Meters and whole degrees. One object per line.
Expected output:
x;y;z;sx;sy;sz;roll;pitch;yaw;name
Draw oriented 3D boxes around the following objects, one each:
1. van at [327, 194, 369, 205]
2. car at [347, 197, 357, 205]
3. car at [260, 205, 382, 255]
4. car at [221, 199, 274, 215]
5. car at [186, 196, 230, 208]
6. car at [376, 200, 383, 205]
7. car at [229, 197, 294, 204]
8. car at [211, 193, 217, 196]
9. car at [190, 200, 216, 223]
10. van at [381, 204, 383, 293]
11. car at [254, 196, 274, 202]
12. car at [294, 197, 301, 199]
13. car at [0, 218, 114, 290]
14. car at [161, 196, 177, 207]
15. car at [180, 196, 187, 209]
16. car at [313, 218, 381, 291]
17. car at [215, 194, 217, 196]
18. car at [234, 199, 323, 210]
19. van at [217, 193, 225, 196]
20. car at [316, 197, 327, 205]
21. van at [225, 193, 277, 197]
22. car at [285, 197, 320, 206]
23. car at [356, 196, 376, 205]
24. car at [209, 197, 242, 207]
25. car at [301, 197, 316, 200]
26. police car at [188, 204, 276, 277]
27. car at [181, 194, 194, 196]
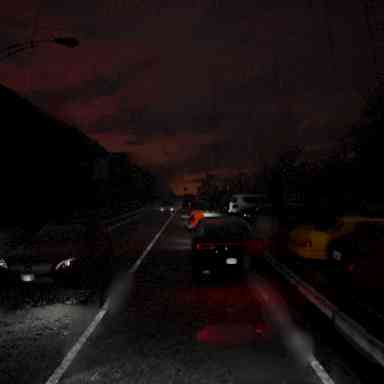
18.522;1.225;38.535;4.442;1.987;1.878;0;0;0;van
18.447;1.487;32.962;4.674;1.452;2.002;0;0;0;car
5.532;1.441;13.147;5.008;1.535;2.097;0;0;0;car
5.365;1.446;32.770;4.892;1.521;2.231;0;0;0;car
0.836;1.321;20.226;2.097;1.767;4.553;0;0;0;car
18.490;1.443;27.390;5.008;1.535;2.097;0;0;0;car
5.412;1.441;27.164;5.008;1.535;2.097;0;0;0;car
5.334;1.203;41.179;5.566;2.045;2.435;0;0;0;car
0.793;1.478;26.265;1.837;1.490;4.892;0;0;0;car
5.492;1.235;4.740;4.442;1.987;1.878;0;0;0;van
18.105;1.852;83.720;4.674;1.452;2.002;0;-1;0;car
18.332;1.485;49.669;5.008;1.535;2.097;0;0;0;car
-3.409;1.505;9.198;1.812;1.442;4.674;0;0;0;car
-3.694;1.614;50.617;1.895;1.301;4.718;0;0;0;car
-0.295;1.558;46.027;1.994;1.385;4.181;0;0;0;car
5.614;1.484;7.545;4.792;1.488;2.163;0;0;0;car
5.295;1.323;38.378;4.553;1.767;2.185;0;0;0;car
5.461;1.438;21.553;4.892;1.521;2.231;0;0;0;car
5.232;1.221;35.573;4.442;1.987;1.878;0;0;0;van
18.354;1.330;41.314;4.553;1.767;2.185;0;0;0;car
5.510;1.217;29.968;4.442;1.987;1.878;0;0;0;van
18.285;1.523;55.237;5.008;1.535;2.097;0;-1;0;car
18.287;1.442;30.175;5.366;1.575;1.946;0;0;0;car
5.223;1.503;52.388;4.892;1.521;2.231;0;0;0;car
18.348;1.513;46.882;4.674;1.452;2.002;0;0;0;car
0.907;1.403;10.346;1.930;1.638;5.238;0;0;0;police car
-0.434;1.346;61.770;2.150;2.045;5.566;0;-1;0;car
